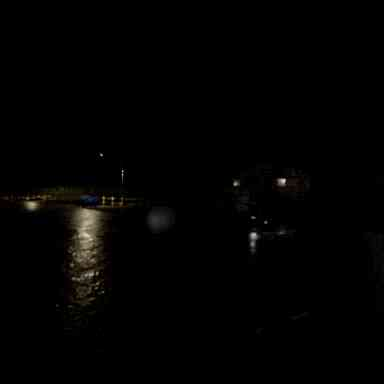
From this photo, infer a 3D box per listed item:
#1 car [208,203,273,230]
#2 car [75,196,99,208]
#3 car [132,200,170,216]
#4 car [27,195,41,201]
[{"bbox_3d":[2.795,1.405,20.418,1.812,1.442,4.674,2,-1,-34],"label":"car"},{"bbox_3d":[-13.864,1.252,43.722,1.882,1.535,5.008,2,-1,-35],"label":"car"},{"bbox_3d":[-3.665,1.379,29.474,1.994,1.385,4.181,2,-1,-36],"label":"car"},{"bbox_3d":[-40.027,1.605,84.920,1.895,1.301,4.718,2,-1,-36],"label":"car"}]
